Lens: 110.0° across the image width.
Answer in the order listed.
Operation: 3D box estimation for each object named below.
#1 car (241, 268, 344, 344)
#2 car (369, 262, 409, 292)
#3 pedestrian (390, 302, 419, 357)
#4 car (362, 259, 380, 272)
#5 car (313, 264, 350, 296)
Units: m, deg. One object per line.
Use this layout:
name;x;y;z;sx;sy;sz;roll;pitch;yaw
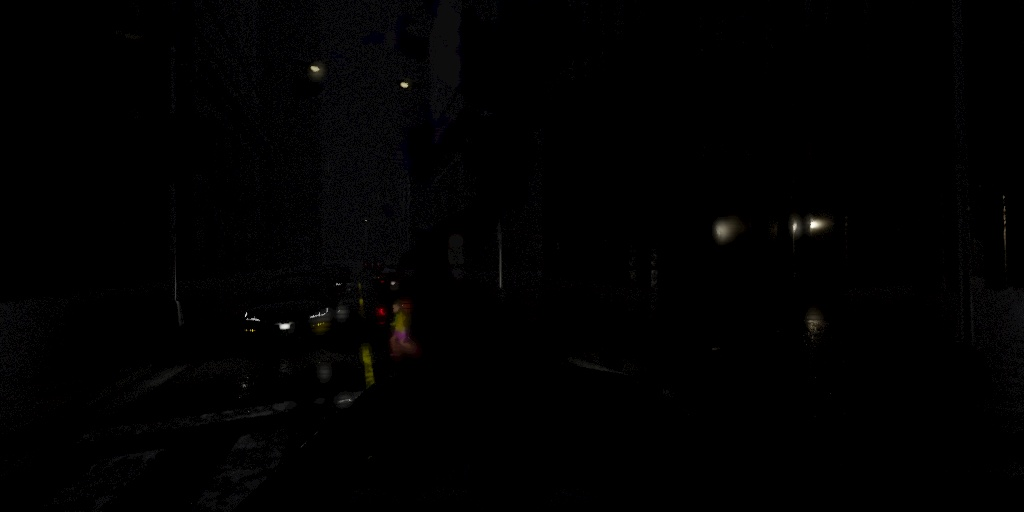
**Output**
car;-5.816;1.253;9.882;1.837;1.490;4.892;0;0;-23
car;-7.326;1.265;21.433;1.812;1.442;4.674;0;0;-23
pedestrian;-2.167;1.419;7.028;0.500;1.100;0.500;1;-2;-23
car;-18.181;1.107;46.432;2.097;1.767;4.553;0;0;-24
car;-9.598;1.251;18.598;1.837;1.490;4.892;0;0;-23
